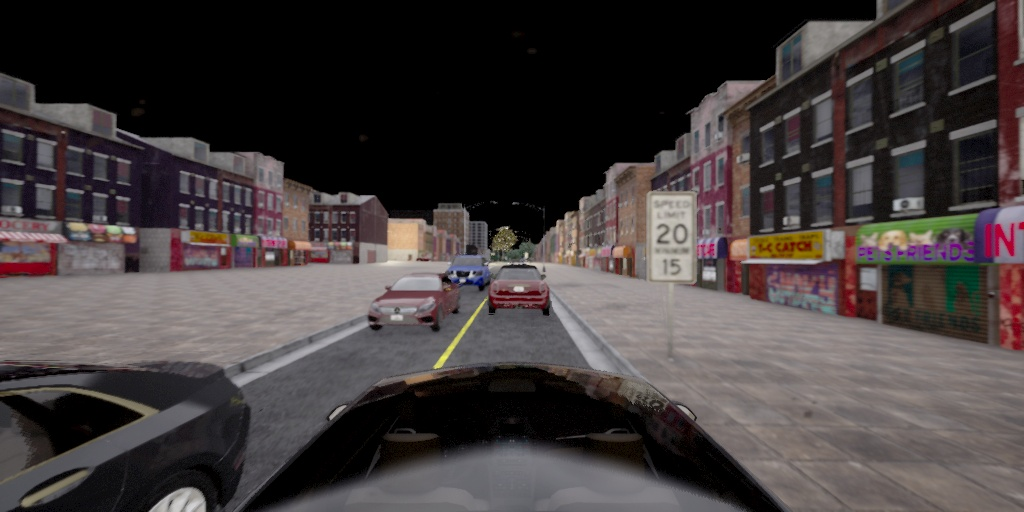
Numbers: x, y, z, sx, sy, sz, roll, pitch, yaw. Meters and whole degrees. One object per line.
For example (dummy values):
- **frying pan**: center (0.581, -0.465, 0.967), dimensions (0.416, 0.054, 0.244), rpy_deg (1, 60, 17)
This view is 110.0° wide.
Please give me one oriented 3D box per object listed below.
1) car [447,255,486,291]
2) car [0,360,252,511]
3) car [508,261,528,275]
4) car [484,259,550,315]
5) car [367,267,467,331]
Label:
- **car**: center (-2.564, 0.931, 21.689), dimensions (2.150, 2.045, 5.566), rpy_deg (0, 0, 1)
- **car**: center (-2.889, 1.239, 0.673), dimensions (1.837, 1.490, 4.892), rpy_deg (0, 0, 1)
- **car**: center (0.616, 1.264, 38.450), dimensions (1.994, 1.385, 4.181), rpy_deg (0, 0, 1)
- **car**: center (0.259, 1.090, 13.735), dimensions (2.097, 1.767, 4.553), rpy_deg (0, 0, 1)
- **car**: center (-2.747, 1.248, 11.071), dimensions (1.812, 1.442, 4.674), rpy_deg (0, 0, 2)
